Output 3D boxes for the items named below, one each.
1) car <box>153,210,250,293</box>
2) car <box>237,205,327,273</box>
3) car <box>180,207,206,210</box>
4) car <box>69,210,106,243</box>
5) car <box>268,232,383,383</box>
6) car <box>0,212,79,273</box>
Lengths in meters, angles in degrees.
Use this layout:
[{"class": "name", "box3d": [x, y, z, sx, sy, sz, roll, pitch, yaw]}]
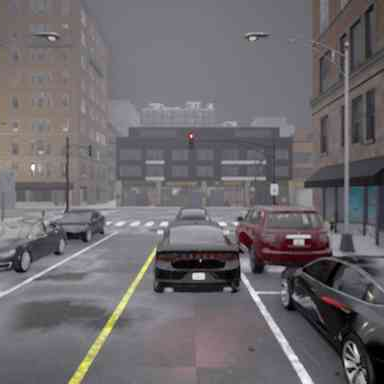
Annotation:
[{"class": "car", "box3d": [0.061, 1.477, 8.887, 1.882, 1.535, 5.008, 0, 0, -2]}, {"class": "car", "box3d": [2.615, 1.314, 10.537, 2.192, 1.841, 5.009, 0, 0, 0]}, {"class": "car", "box3d": [0.046, 1.503, 16.857, 1.837, 1.490, 4.892, 0, 0, -1]}, {"class": "car", "box3d": [-5.421, 1.564, 16.183, 1.947, 1.339, 4.313, 0, 0, 0]}, {"class": "car", "box3d": [2.627, 1.565, 4.875, 1.947, 1.339, 4.313, 0, 0, 0]}, {"class": "car", "box3d": [-5.410, 1.550, 10.520, 2.008, 1.369, 4.403, 0, 0, 0]}]
